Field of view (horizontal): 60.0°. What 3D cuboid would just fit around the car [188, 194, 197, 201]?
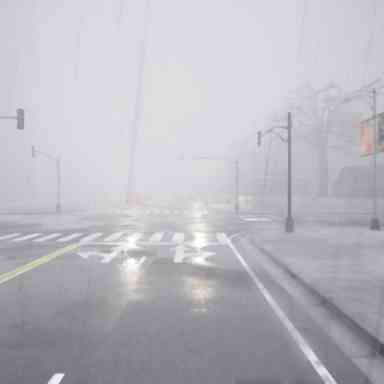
[{"bbox_3d":[0.010,1.368,74.570,1.812,1.442,4.674,0,0,0],"label":"car"}]

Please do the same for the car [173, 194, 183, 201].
[{"bbox_3d":[-3.240,1.439,74.601,1.895,1.301,4.718,0,0,0],"label":"car"}]

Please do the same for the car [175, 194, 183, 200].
[{"bbox_3d":[-3.239,1.223,84.575,1.994,1.385,4.181,0,0,0],"label":"car"}]

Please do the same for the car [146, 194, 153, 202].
[{"bbox_3d":[-9.740,1.210,72.026,2.097,1.767,4.553,0,0,0],"label":"car"}]

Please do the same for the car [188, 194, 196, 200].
[{"bbox_3d":[0.012,1.196,84.574,2.128,1.511,4.902,0,0,0],"label":"car"}]

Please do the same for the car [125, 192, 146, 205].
[{"bbox_3d":[-9.789,1.105,56.510,2.150,2.045,5.566,0,0,1],"label":"car"}]
